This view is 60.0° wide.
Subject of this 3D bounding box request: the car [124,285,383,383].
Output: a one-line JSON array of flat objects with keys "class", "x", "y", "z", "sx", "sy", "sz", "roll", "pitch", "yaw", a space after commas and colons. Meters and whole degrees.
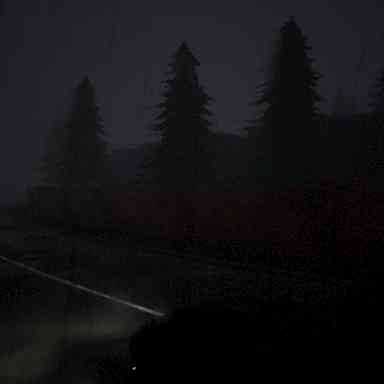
[{"class": "car", "x": 1.658, "y": 1.487, "z": 2.413, "sx": 5.008, "sy": 1.535, "sz": 1.882, "roll": 0, "pitch": 0, "yaw": 36}]
